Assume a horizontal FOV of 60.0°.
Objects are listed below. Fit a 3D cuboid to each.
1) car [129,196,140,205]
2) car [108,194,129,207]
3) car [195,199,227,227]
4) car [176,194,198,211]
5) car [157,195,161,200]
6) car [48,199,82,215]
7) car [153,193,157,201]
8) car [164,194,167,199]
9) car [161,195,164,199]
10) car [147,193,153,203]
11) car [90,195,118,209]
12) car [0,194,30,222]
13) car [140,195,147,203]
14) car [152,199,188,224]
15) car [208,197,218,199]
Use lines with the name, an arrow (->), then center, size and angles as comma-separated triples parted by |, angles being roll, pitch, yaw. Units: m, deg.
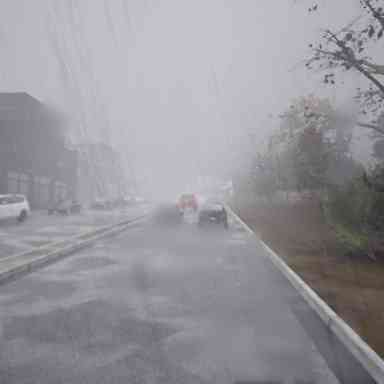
car -> -11.457, 1.557, 60.227 | 2.231, 1.521, 4.892 | 0, 0, 4
car -> -11.966, 1.279, 50.821 | 2.435, 2.045, 5.566 | 0, 0, 3
car -> 1.477, 1.533, 23.485 | 1.882, 1.535, 5.008 | 0, 0, 4
car -> -0.472, 1.320, 43.722 | 2.150, 2.045, 5.566 | 0, -1, 4
car -> -9.984, 1.370, 83.786 | 2.435, 2.045, 5.566 | 0, 0, 3
car -> -12.966, 1.514, 34.272 | 2.163, 1.488, 4.792 | 0, 0, 4
car -> -10.325, 1.603, 78.114 | 1.946, 1.575, 5.366 | 0, 0, 3
car -> -9.311, 1.654, 94.976 | 2.231, 1.521, 4.892 | 0, 0, 3
car -> -9.645, 1.638, 89.460 | 2.231, 1.521, 4.892 | 0, 0, 3
car -> -10.644, 1.466, 72.815 | 2.185, 1.767, 4.553 | 0, 0, 3
car -> -12.296, 1.516, 45.340 | 2.231, 1.521, 4.892 | 0, 0, 3
car -> -13.623, 1.203, 23.246 | 2.435, 2.045, 5.566 | 0, 0, 3
car -> -10.989, 1.572, 67.084 | 1.946, 1.575, 5.366 | 0, 0, 3
car -> -1.648, 1.563, 25.511 | 1.837, 1.490, 4.892 | 0, 0, 4
car -> 2.687, 1.455, 42.267 | 2.097, 1.767, 4.553 | 0, 0, 4
